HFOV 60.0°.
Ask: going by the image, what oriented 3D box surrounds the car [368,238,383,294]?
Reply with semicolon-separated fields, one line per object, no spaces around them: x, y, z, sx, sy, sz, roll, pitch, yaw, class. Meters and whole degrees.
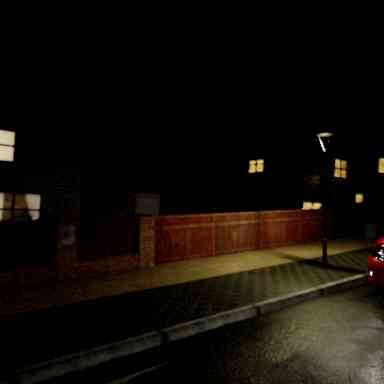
6.302;1.246;7.607;5.566;2.045;2.150;0;0;-36;car
